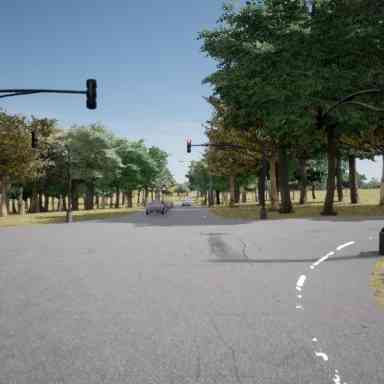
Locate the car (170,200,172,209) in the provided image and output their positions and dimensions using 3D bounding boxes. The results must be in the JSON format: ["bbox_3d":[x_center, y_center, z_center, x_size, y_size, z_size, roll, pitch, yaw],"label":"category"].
[{"bbox_3d":[-4.336,2.143,48.410,1.895,1.301,4.718,0,-1,-1],"label":"car"}]

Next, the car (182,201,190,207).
[{"bbox_3d":[-1.474,2.898,80.621,1.994,1.385,4.181,0,-2,-1],"label":"car"}]

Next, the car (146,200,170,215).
[{"bbox_3d":[-4.172,1.738,39.408,2.097,1.767,4.553,0,-1,0],"label":"car"}]

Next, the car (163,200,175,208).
[{"bbox_3d":[-4.707,2.455,68.225,2.128,1.511,4.902,0,-2,-1],"label":"car"}]

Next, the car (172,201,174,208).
[{"bbox_3d":[-4.554,2.272,58.215,2.033,1.411,5.357,0,-1,-1],"label":"car"}]
